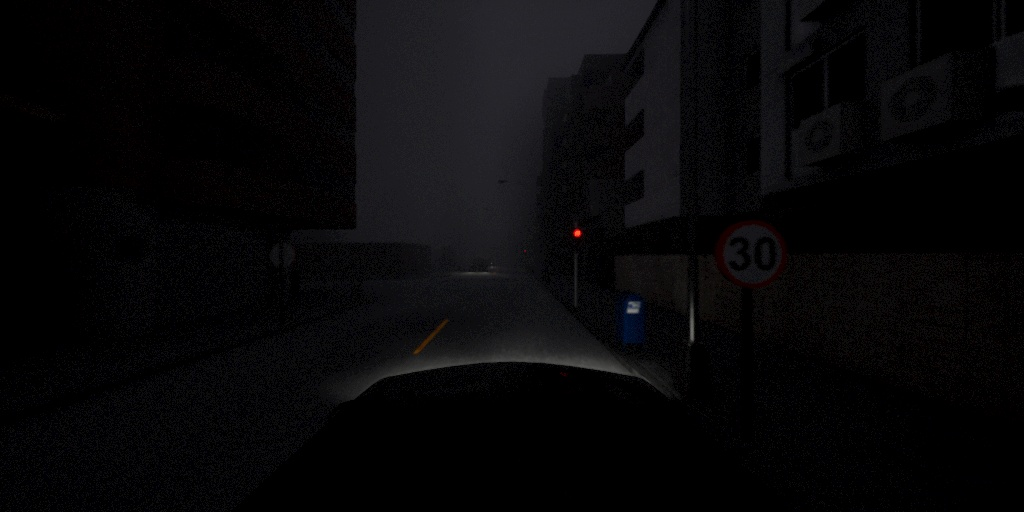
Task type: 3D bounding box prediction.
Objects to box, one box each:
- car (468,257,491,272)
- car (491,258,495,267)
[{"bbox_3d":[-4.107,1.028,44.093,2.097,1.767,4.553,0,0,0],"label":"car"},{"bbox_3d":[-4.052,1.150,63.576,1.837,1.490,4.892,0,0,0],"label":"car"}]
